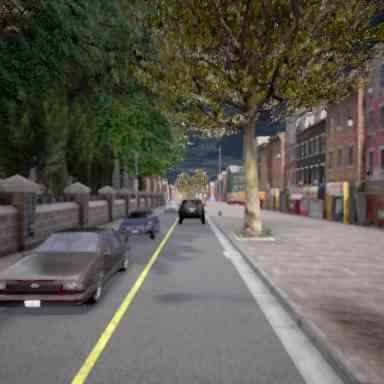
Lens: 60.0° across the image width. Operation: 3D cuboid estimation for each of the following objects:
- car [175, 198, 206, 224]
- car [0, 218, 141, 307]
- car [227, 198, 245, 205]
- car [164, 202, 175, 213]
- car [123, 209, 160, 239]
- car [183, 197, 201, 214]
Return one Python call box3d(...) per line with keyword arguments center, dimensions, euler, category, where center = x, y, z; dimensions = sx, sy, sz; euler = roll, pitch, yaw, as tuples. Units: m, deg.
box3d(center=(-0.004, 1.551, 28.351), dimensions=(2.150, 2.045, 5.566), euler=(0, -1, 0), category="car")
box3d(center=(-2.851, 1.643, 8.616), dimensions=(2.033, 1.411, 5.357), euler=(0, -1, 0), category="car")
box3d(center=(11.768, 2.639, 87.980), dimensions=(5.009, 1.841, 2.192), euler=(1, -1, 0), category="car")
box3d(center=(-2.762, 2.084, 46.099), dimensions=(1.812, 1.442, 4.674), euler=(0, -1, 0), category="car")
box3d(center=(-2.843, 1.739, 18.903), dimensions=(1.812, 1.442, 4.674), euler=(0, -1, 0), category="car")
box3d(center=(0.037, 1.739, 43.316), dimensions=(2.150, 2.045, 5.566), euler=(0, -1, 0), category="car")
